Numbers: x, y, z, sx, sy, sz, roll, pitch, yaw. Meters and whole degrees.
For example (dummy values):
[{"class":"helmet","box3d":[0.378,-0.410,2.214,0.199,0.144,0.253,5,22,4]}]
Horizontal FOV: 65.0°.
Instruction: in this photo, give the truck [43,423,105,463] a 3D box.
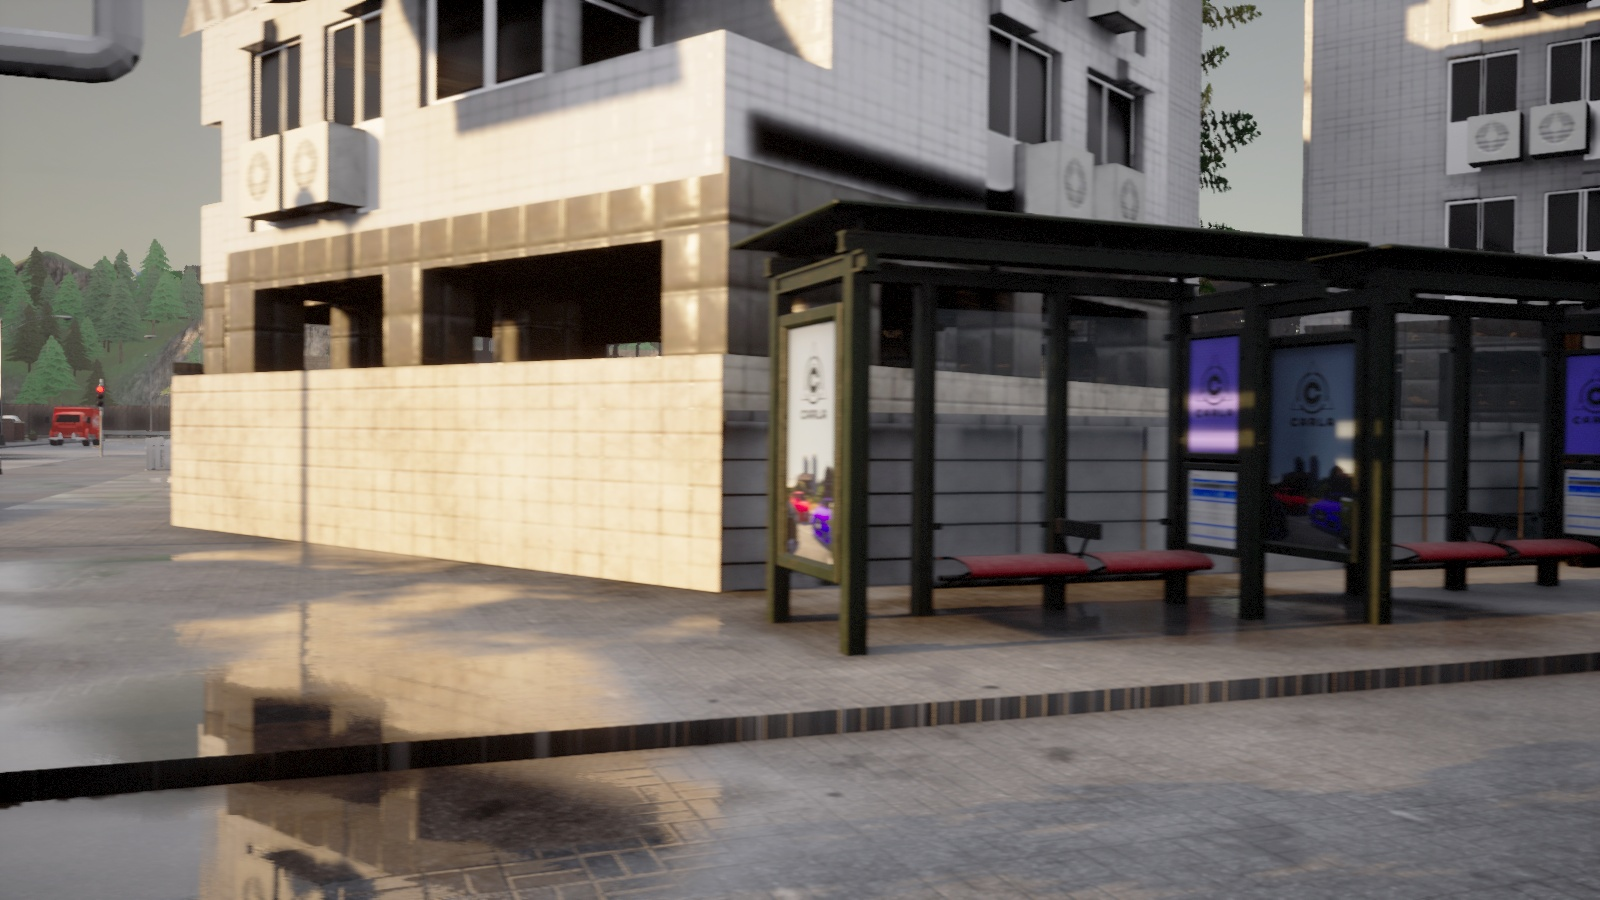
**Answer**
[{"class":"truck","box3d":[-46.825,-0.488,81.124,2.627,2.467,5.204,-1,1,-21]}]
